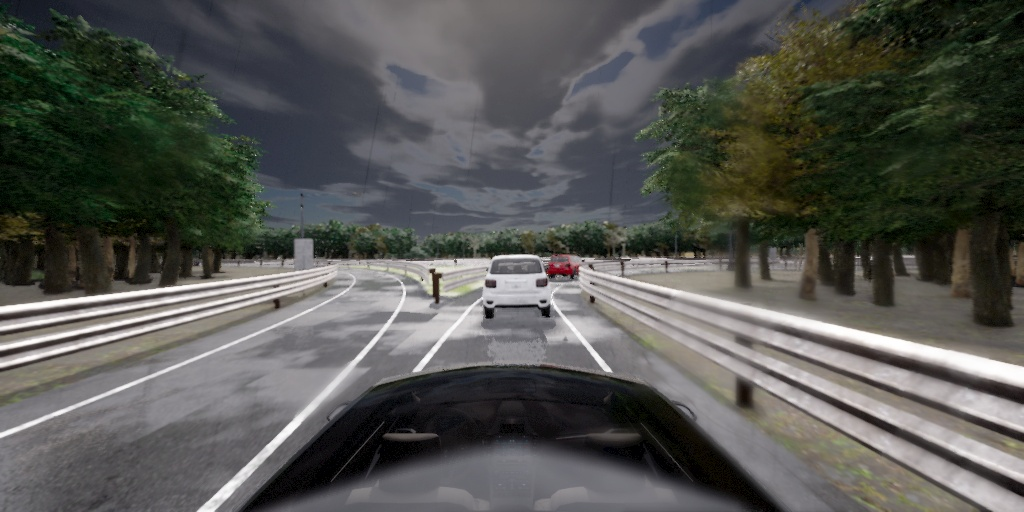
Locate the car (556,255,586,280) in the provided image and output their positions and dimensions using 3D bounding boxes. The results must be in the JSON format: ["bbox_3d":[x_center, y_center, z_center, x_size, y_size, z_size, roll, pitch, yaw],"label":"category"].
[{"bbox_3d":[5.012,0.938,31.557,2.150,2.045,5.566,-1,-1,28],"label":"car"}]

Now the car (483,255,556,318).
[{"bbox_3d":[0.223,0.983,13.361,2.150,2.045,5.566,-1,0,2],"label":"car"}]
